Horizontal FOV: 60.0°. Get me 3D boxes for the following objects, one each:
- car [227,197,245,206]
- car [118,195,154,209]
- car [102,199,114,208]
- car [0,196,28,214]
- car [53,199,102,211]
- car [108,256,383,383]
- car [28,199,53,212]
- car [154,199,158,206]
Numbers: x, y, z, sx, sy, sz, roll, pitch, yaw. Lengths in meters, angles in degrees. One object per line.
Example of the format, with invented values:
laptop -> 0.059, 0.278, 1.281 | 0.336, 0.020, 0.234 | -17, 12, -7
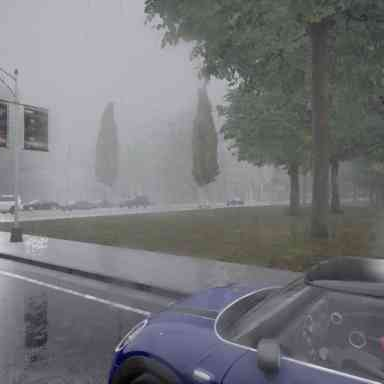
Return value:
car -> 8.809, 1.818, 66.574 | 2.097, 1.767, 4.553 | 0, -1, 35
car -> -9.113, 1.514, 52.615 | 2.150, 2.045, 5.566 | 0, 0, 36
car -> -14.077, 1.837, 51.192 | 1.994, 1.385, 4.181 | 0, 0, 35
car -> -21.065, 1.399, 35.546 | 2.150, 2.045, 5.566 | 0, 0, 34
car -> -15.102, 1.778, 44.062 | 2.033, 1.411, 5.357 | 0, 0, 35
car -> 1.416, 1.352, 2.679 | 4.553, 1.767, 2.097 | 0, 0, 36
car -> -19.759, 1.695, 43.073 | 1.882, 1.535, 5.008 | 0, 0, 35
car -> -8.131, 1.836, 59.636 | 2.128, 1.511, 4.902 | 0, 0, 36
